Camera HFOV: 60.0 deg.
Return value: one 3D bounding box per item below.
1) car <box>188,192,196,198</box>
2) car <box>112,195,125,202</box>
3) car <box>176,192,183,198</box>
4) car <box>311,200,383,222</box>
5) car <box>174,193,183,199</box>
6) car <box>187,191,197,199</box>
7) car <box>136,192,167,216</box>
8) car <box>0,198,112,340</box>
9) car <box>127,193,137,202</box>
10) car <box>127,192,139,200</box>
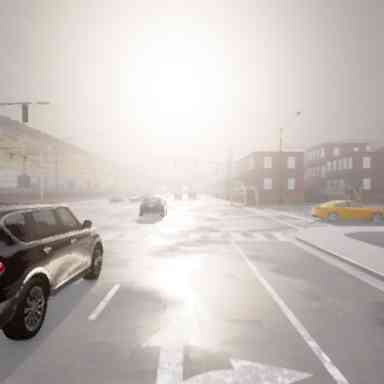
[{"bbox_3d":[0.058,0.792,92.891,2.097,1.767,4.553,0,0,0],"label":"car"},{"bbox_3d":[-13.983,1.256,62.238,1.895,1.301,4.718,0,0,1],"label":"car"},{"bbox_3d":[-3.442,0.914,92.922,1.882,1.535,5.008,0,0,0],"label":"car"},{"bbox_3d":[11.224,1.345,24.018,5.008,1.535,1.882,0,0,0],"label":"car"},{"bbox_3d":[-3.448,1.014,82.752,1.882,1.535,5.008,0,0,0],"label":"car"},{"bbox_3d":[0.052,0.757,82.448,2.150,2.045,5.566,0,0,0],"label":"car"},{"bbox_3d":[-3.389,1.186,29.921,2.097,1.767,4.553,0,0,0],"label":"car"},{"bbox_3d":[-3.430,1.185,6.608,2.150,2.045,5.566,0,0,0],"label":"car"},{"bbox_3d":[-10.480,1.201,62.230,2.033,1.411,5.357,0,0,1],"label":"car"},{"bbox_3d":[-13.951,0.919,78.565,2.097,1.767,4.553,0,0,0],"label":"car"}]
